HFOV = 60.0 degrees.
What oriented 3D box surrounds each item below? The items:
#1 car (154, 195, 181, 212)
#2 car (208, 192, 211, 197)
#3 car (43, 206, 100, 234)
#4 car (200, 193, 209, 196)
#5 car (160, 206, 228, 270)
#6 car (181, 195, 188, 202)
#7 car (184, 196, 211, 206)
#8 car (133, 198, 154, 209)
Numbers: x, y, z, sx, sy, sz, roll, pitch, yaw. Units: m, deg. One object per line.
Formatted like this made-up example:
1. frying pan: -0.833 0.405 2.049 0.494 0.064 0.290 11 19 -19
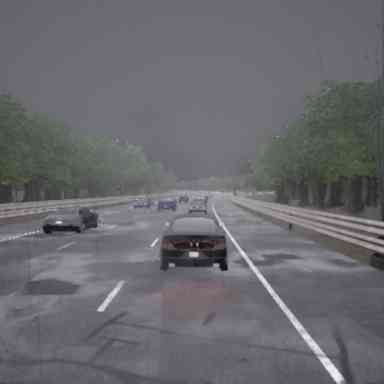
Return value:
1. car: -2.667 1.354 37.593 1.882 1.535 5.008 0 0 2
2. car: 2.592 1.202 70.575 1.882 1.535 5.008 0 0 4
3. car: -6.699 1.504 18.858 1.994 1.385 4.181 0 0 1
4. car: 1.360 1.356 50.673 1.812 1.442 4.674 0 0 3
5. car: 0.080 1.449 10.995 1.882 1.535 5.008 0 0 1
6. car: -1.453 1.276 61.365 1.837 1.490 4.892 0 0 4
7. car: 0.586 1.447 32.905 2.033 1.411 5.357 0 0 2
8. car: -6.032 1.401 42.107 2.033 1.411 5.357 0 0 3
